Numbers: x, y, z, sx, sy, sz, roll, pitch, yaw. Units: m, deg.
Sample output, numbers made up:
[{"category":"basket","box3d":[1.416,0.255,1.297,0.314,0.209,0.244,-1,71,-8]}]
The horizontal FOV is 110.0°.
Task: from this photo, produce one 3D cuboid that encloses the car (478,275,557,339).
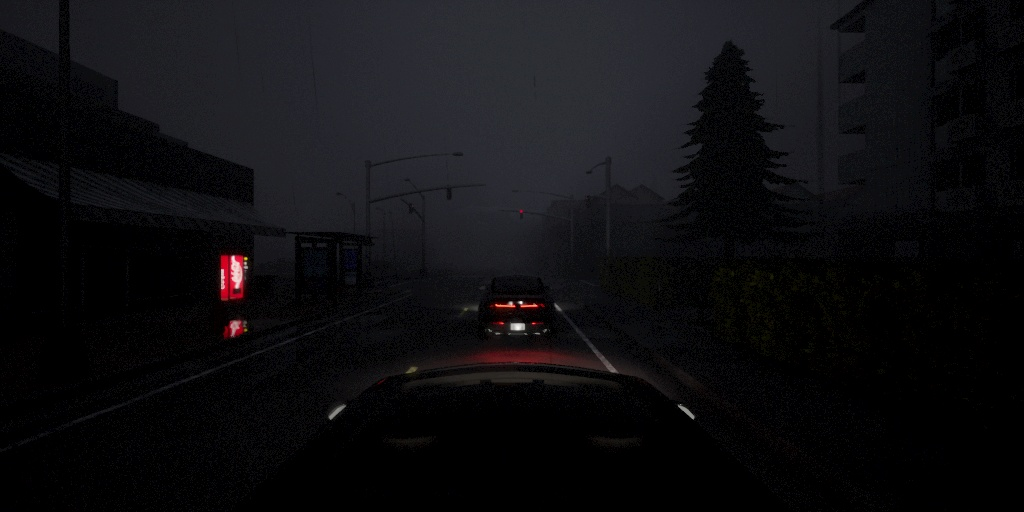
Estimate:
[{"category":"car","box3d":[0.118,1.255,10.038,1.837,1.490,4.892,0,0,0]}]
